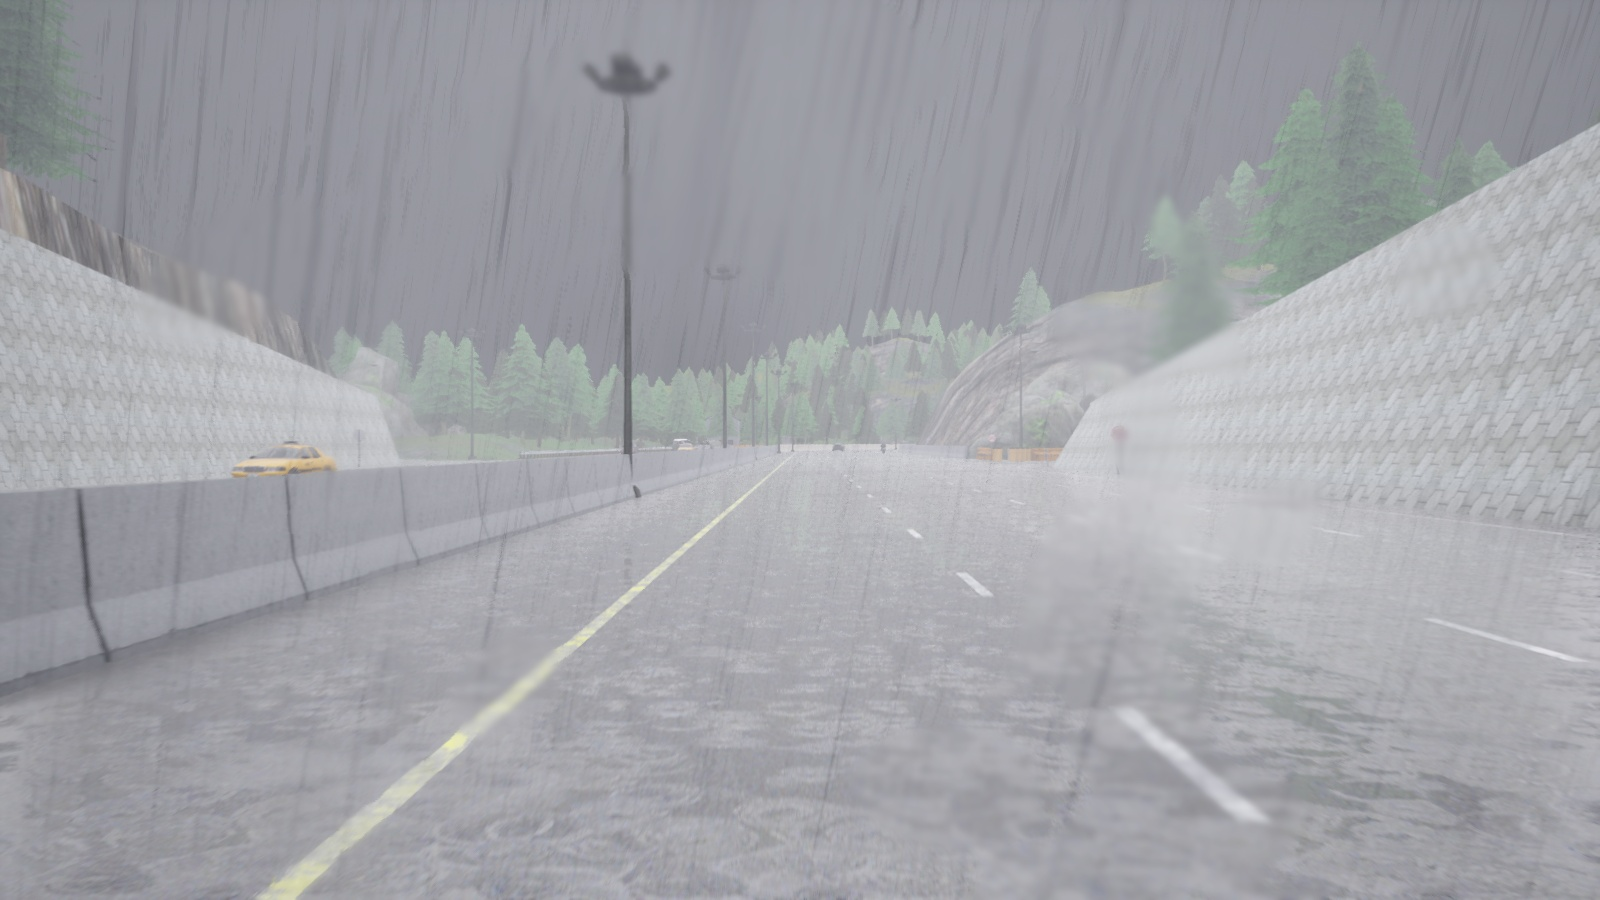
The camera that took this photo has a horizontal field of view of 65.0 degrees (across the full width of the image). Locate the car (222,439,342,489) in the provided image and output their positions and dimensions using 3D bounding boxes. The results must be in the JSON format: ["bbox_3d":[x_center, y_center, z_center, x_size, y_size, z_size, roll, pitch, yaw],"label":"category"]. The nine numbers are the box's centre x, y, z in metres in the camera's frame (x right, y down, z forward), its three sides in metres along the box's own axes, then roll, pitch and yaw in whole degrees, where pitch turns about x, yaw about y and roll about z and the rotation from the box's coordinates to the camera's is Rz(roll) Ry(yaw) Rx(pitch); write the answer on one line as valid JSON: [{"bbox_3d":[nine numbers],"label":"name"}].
[{"bbox_3d":[-17.254,0.434,42.128,1.801,1.575,5.366,0,0,0],"label":"car"}]
